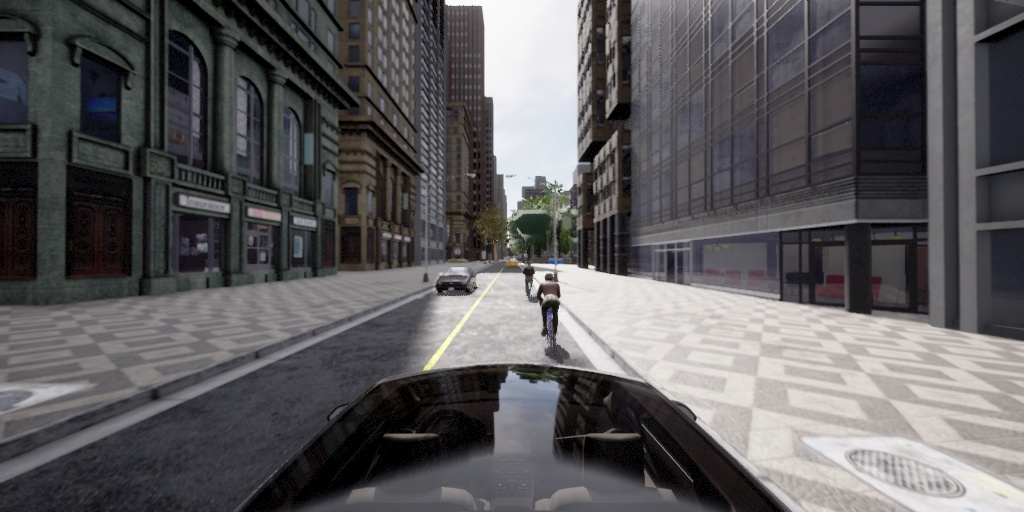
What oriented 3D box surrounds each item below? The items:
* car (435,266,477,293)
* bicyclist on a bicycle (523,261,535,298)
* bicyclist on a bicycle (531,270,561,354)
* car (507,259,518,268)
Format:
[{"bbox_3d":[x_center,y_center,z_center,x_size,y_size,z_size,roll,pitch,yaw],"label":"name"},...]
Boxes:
[{"bbox_3d":[-3.101,1.312,20.939,2.033,1.411,5.357,0,0,0],"label":"car"},{"bbox_3d":[0.823,1.131,17.481,0.659,1.776,1.843,0,0,0],"label":"bicyclist on a bicycle"},{"bbox_3d":[0.824,1.206,7.869,0.582,1.620,1.656,0,0,0],"label":"bicyclist on a bicycle"},{"bbox_3d":[0.095,1.309,64.284,1.882,1.535,5.008,0,0,0],"label":"car"}]
